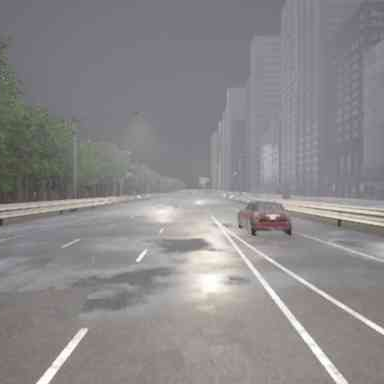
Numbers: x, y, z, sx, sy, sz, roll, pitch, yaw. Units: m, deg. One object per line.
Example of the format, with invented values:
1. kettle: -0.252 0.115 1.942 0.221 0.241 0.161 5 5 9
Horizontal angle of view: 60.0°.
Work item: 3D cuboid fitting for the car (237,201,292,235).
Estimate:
1. car: 3.861 1.282 18.430 2.097 1.767 4.553 0 0 -3
